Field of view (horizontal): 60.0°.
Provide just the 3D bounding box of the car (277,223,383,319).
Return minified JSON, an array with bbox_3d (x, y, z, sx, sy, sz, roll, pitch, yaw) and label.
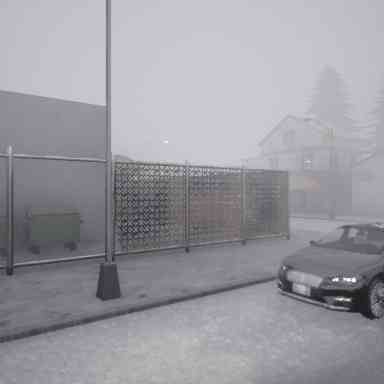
[{"bbox_3d":[3.971,1.491,7.430,4.902,1.511,2.128,0,0,-35],"label":"car"}]
